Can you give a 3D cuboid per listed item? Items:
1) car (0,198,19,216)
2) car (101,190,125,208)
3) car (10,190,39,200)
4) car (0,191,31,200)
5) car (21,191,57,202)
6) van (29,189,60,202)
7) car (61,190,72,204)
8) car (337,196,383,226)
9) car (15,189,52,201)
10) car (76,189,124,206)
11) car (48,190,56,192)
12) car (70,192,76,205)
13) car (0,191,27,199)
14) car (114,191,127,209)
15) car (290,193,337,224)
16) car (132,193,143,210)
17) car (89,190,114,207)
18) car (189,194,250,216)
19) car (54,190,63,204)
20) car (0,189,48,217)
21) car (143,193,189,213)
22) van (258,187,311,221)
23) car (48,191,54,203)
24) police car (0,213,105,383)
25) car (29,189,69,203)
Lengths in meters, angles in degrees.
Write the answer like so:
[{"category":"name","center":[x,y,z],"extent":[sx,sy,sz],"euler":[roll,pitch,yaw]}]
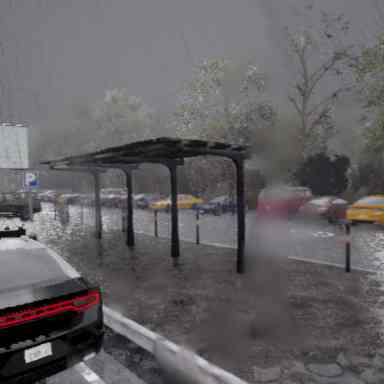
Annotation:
[{"category":"car","center":[-17.823,1.345,28.740],"extent":[4.674,1.452,2.002],"euler":[-2,2,-42]},{"category":"car","center":[-6.766,0.897,35.989],"extent":[5.008,1.535,2.097],"euler":[-2,2,-42]},{"category":"car","center":[-32.653,0.565,64.980],"extent":[4.553,1.767,2.185],"euler":[-2,2,-42]},{"category":"car","center":[-36.511,0.645,68.977],"extent":[5.366,1.575,1.946],"euler":[-2,2,-42]},{"category":"car","center":[-26.984,0.756,58.878],"extent":[5.366,1.575,1.946],"euler":[-2,2,-42]},{"category":"van","center":[-25.190,0.560,56.758],"extent":[4.442,1.987,1.878],"euler":[-2,2,-42]},{"category":"car","center":[-14.174,0.884,44.262],"extent":[5.008,1.535,2.097],"euler":[-2,2,-42]},{"category":"car","center":[9.872,0.924,17.356],"extent":[5.008,1.535,2.097],"euler":[-2,2,-42]},{"category":"car","center":[-28.956,0.488,60.836],"extent":[5.566,2.045,2.435],"euler":[-2,2,-42]},{"category":"car","center":[-10.497,0.642,40.101],"extent":[5.566,2.045,2.435],"euler":[-2,2,-42]},{"category":"car","center":[-19.701,0.880,50.497],"extent":[4.792,1.488,2.163],"euler":[-2,2,-42]},{"category":"car","center":[-12.323,0.890,42.190],"extent":[4.892,1.521,2.231],"euler":[-2,2,-42]},{"category":"car","center":[-38.220,0.618,71.174],"extent":[4.892,1.521,2.231],"euler":[-2,2,-42]},{"category":"car","center":[-4.916,0.902,33.920],"extent":[4.892,1.521,2.231],"euler":[-2,2,-42]},{"category":"car","center":[8.023,0.961,19.429],"extent":[4.674,1.452,2.002],"euler":[-2,2,-42]},{"category":"car","center":[-3.049,0.932,31.867],"extent":[4.792,1.488,2.163],"euler":[-2,2,-42]},{"category":"car","center":[-8.616,0.895,38.059],"extent":[5.008,1.535,2.097],"euler":[-2,2,-42]},{"category":"car","center":[2.456,0.943,25.619],"extent":[4.792,1.488,2.163],"euler":[-2,2,-42]},{"category":"car","center":[-15.883,0.867,46.459],"extent":[5.366,1.575,1.946],"euler":[-2,2,-42]},{"category":"car","center":[-14.116,1.060,24.532],"extent":[5.566,2.045,2.435],"euler":[-2,2,-42]},{"category":"car","center":[-1.361,0.909,29.654],"extent":[5.366,1.575,1.946],"euler":[-2,2,-42]},{"category":"van","center":[6.258,0.689,21.572],"extent":[4.442,1.987,1.878],"euler":[-2,2,-42]},{"category":"car","center":[-17.889,0.899,48.384],"extent":[4.792,1.488,2.163],"euler":[-2,2,-42]},{"category":"police car","center":[-3.263,1.407,5.254],"extent":[1.930,1.638,5.238],"euler":[-2,1,-42]},{"category":"car","center":[-23.406,0.562,54.629],"extent":[5.566,2.045,2.435],"euler":[-2,2,-42]}]
